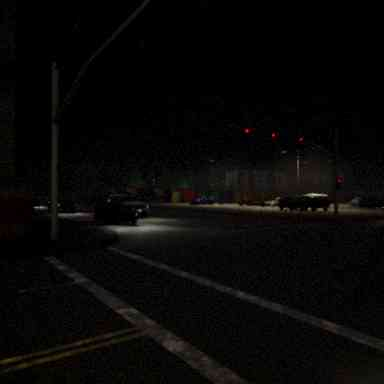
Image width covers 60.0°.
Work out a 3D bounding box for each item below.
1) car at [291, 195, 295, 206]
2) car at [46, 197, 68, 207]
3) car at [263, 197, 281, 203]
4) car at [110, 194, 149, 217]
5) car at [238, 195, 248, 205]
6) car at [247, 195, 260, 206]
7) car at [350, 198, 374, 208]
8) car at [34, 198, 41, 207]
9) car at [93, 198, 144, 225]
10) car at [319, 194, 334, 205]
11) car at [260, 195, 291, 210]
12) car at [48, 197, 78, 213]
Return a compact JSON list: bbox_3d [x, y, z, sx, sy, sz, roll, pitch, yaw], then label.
[{"bbox_3d":[19.264,1.539,71.165,4.605,1.855,1.932,0,0,-35],"label":"car"},{"bbox_3d":[-21.301,1.580,52.368,2.033,1.411,5.357,0,0,-35],"label":"car"},{"bbox_3d":[17.642,1.750,73.565,3.905,1.438,1.784,0,0,-35],"label":"car"},{"bbox_3d":[-6.080,1.253,31.058,2.150,2.045,5.566,0,0,-36],"label":"car"},{"bbox_3d":[10.177,1.437,57.933,4.605,1.855,1.932,0,0,-35],"label":"car"},{"bbox_3d":[11.767,1.647,55.771,3.905,1.438,1.784,0,0,-35],"label":"car"},{"bbox_3d":[29.098,1.781,57.423,3.806,1.475,1.970,0,0,-35],"label":"car"},{"bbox_3d":[-24.574,1.573,50.939,1.994,1.385,4.181,0,0,-35],"label":"car"},{"bbox_3d":[-5.687,1.487,24.506,1.882,1.535,5.008,0,0,-35],"label":"car"},{"bbox_3d":[33.553,1.660,81.302,3.866,1.878,1.905,0,0,-35],"label":"car"},{"bbox_3d":[13.439,1.679,53.407,3.806,1.475,1.970,0,0,-35],"label":"car"},{"bbox_3d":[-14.162,1.362,36.481,2.097,1.767,4.553,0,0,-36],"label":"car"}]
